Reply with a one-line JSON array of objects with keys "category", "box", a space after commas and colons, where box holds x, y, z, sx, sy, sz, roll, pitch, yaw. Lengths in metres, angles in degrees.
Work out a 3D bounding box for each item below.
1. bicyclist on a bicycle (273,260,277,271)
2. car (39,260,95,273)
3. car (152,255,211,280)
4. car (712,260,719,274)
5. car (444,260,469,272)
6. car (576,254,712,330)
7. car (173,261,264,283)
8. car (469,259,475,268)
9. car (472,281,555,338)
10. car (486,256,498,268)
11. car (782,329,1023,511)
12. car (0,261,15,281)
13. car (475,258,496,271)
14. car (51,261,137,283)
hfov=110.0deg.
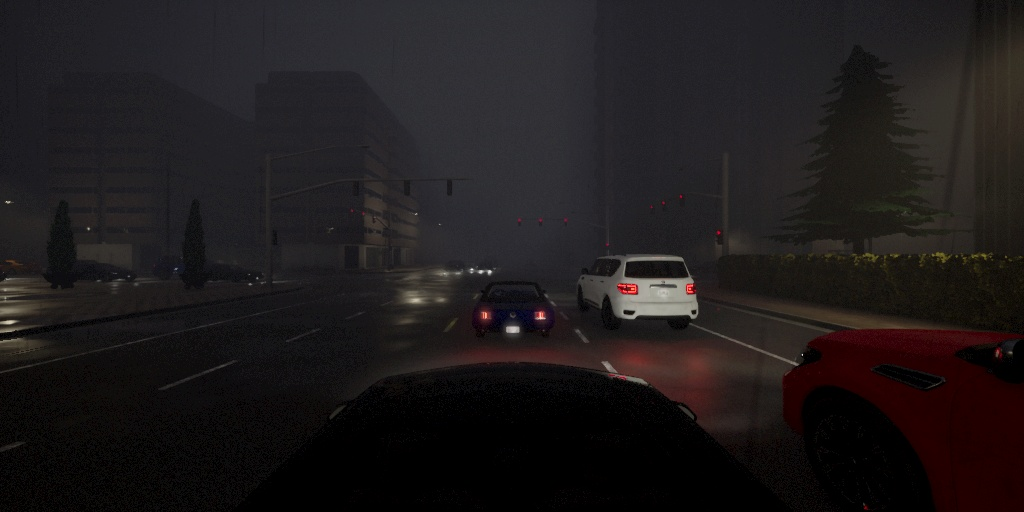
[{"category": "bicyclist on a bicycle", "box": [-28.698, 1.051, 42.856, 0.582, 1.620, 1.656, 0, 0, 0]}, {"category": "car", "box": [-36.972, 1.102, 30.947, 4.553, 1.767, 2.097, 0, 0, 1]}, {"category": "car", "box": [-27.503, 0.972, 30.863, 5.566, 2.045, 2.150, 0, 0, 0]}, {"category": "car", "box": [20.821, 1.228, 37.652, 5.008, 1.535, 1.882, 0, 0, 1]}, {"category": "car", "box": [-7.377, 1.227, 46.876, 1.882, 1.535, 5.008, 0, 0, 5]}, {"category": "car", "box": [3.574, 0.971, 11.321, 2.150, 2.045, 5.566, 0, 0, -2]}, {"category": "car", "box": [-22.007, 1.297, 27.292, 5.357, 1.411, 2.033, 0, 0, 1]}, {"category": "car", "box": [-7.173, 1.351, 58.767, 1.895, 1.301, 4.718, 0, 0, 0]}, {"category": "car", "box": [0.044, 1.351, 10.192, 1.895, 1.301, 4.718, 0, 0, 0]}, {"category": "car", "box": [-3.658, 0.974, 63.153, 2.150, 2.045, 5.566, 0, 0, 0]}, {"category": "car", "box": [3.601, 0.971, 0.960, 2.150, 2.045, 5.566, 0, 0, 0]}, {"category": "car", "box": [-41.844, 1.276, 27.486, 4.674, 1.442, 1.812, 0, 0, 1]}, {"category": "car", "box": [-3.664, 1.313, 49.932, 1.994, 1.385, 4.181, 0, 0, 0]}, {"category": "car", "box": [-31.591, 1.276, 27.399, 4.674, 1.442, 1.812, 0, 0, 1]}]
